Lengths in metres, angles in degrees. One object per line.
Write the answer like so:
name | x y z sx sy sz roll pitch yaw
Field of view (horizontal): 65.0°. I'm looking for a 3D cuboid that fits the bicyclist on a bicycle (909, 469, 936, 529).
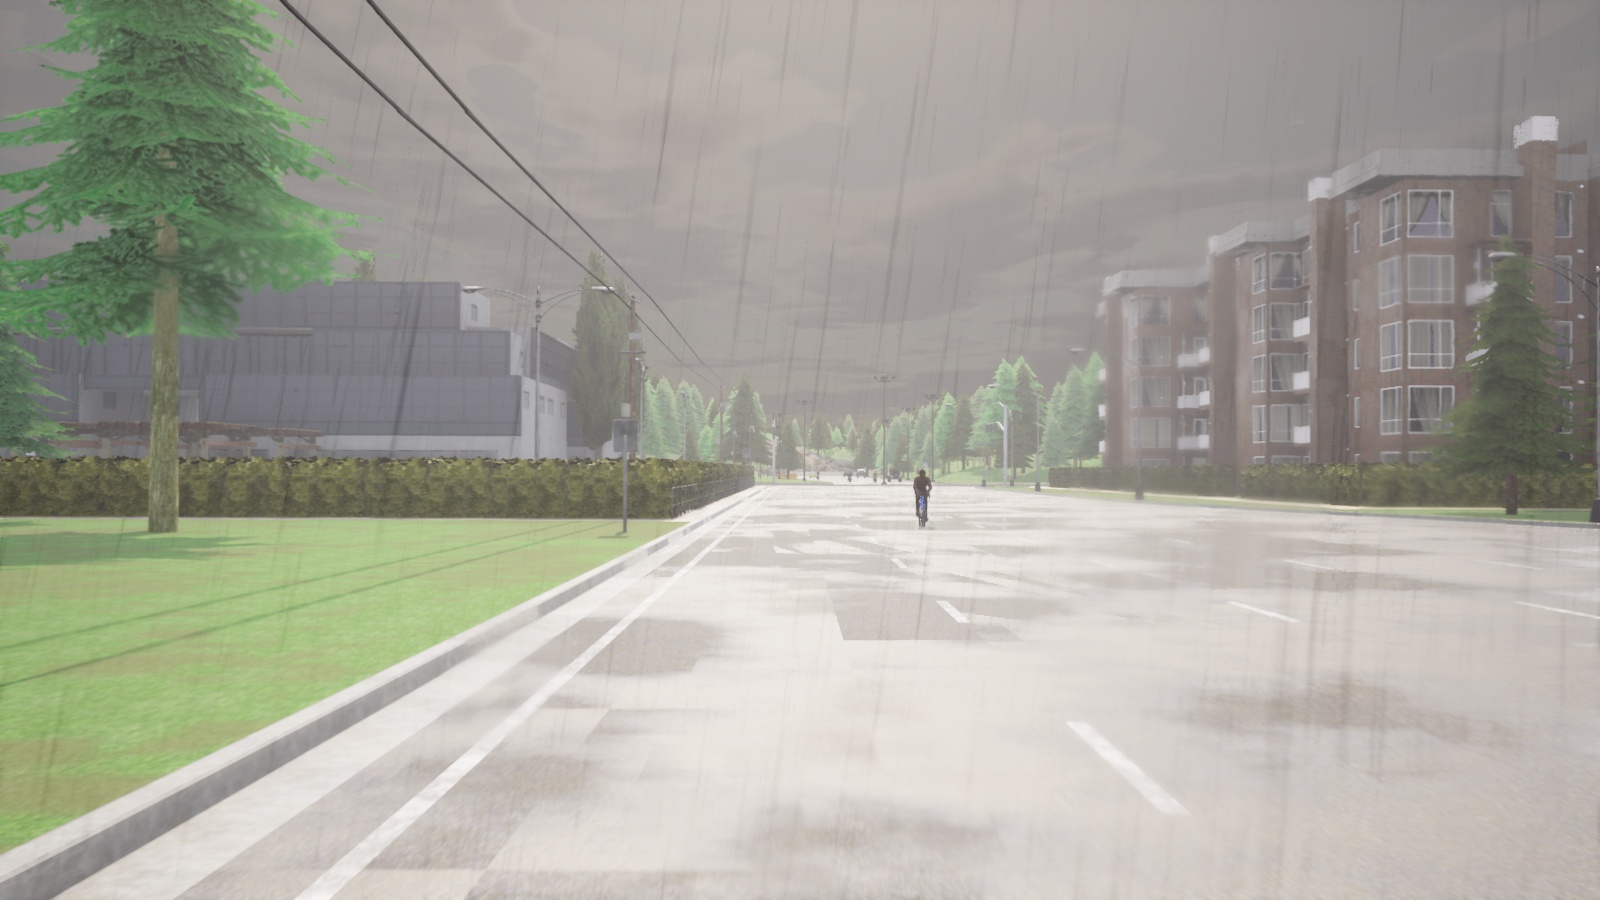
bicyclist on a bicycle | 3.415 1.341 35.077 0.582 1.620 1.656 0 -1 0
